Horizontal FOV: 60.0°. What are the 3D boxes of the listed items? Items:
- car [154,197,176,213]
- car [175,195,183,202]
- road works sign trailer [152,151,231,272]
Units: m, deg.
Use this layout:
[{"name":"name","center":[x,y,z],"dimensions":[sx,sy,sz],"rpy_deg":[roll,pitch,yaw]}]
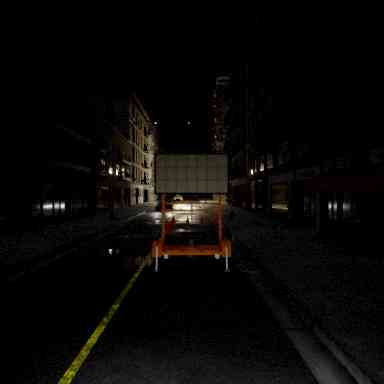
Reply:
[{"name":"car","center":[-3.138,1.558,38.517],"dimensions":[1.812,1.442,4.674],"rpy_deg":[0,0,0]},{"name":"car","center":[-3.072,1.489,74.664],"dimensions":[2.097,1.767,4.553],"rpy_deg":[0,0,0]},{"name":"road works sign trailer","center":[-0.006,0.468,10.826],"dimensions":[2.380,3.560,2.880],"rpy_deg":[0,0,0]}]
